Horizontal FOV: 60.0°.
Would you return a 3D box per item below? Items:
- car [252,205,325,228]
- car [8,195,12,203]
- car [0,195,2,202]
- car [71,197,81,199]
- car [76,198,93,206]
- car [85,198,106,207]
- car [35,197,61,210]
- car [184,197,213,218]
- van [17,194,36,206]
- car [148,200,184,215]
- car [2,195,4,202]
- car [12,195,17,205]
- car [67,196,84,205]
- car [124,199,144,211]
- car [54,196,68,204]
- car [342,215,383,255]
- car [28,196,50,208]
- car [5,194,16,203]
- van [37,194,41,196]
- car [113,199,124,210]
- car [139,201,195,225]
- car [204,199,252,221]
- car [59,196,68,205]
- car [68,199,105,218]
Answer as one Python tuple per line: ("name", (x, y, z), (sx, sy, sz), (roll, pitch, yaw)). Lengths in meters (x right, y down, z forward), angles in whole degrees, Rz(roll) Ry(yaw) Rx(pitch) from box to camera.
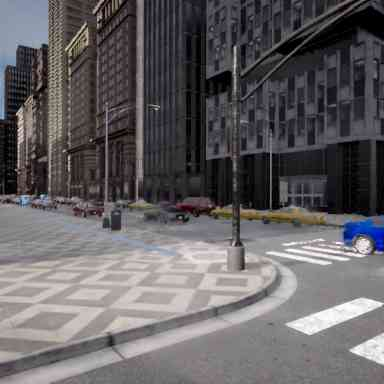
("car", (6.641, 1.578, 22.805), (1.752, 1.417, 4.829), (0, 0, -35))
("car", (-35.804, 1.779, 68.029), (1.802, 1.307, 4.206), (0, 0, -35))
("car", (-45.512, 1.690, 81.748), (1.967, 1.590, 4.097), (0, 0, -35))
("car", (-17.516, 1.653, 52.339), (1.837, 1.490, 4.892), (0, 0, -35))
("car", (-19.147, 1.759, 59.248), (1.802, 1.307, 4.206), (0, 0, -35))
("car", (-15.911, 1.727, 54.675), (1.947, 1.339, 4.313), (0, 0, -35))
("car", (-19.625, 1.696, 45.164), (1.802, 1.307, 4.206), (0, 0, -35))
("car", (0.267, 1.398, 31.812), (2.192, 1.841, 5.009), (0, 0, -35))
("van", (-29.333, 1.505, 58.884), (1.690, 1.788, 3.998), (0, 0, -35))
("car", (-2.968, 1.643, 36.384), (1.887, 1.381, 4.507), (0, 0, -35))
("car", (-42.276, 1.814, 77.175), (1.802, 1.307, 4.206), (0, 0, -35))
("car", (-32.470, 1.705, 63.318), (1.752, 1.417, 4.829), (0, 0, -35))
("car", (-22.383, 1.634, 63.820), (1.967, 1.590, 4.097), (0, 0, -35))
("car", (-6.303, 1.639, 41.096), (1.752, 1.417, 4.829), (0, 0, -35))
("car", (-28.854, 1.668, 72.965), (1.967, 1.590, 4.097), (0, 0, -35))
("car", (7.682, 1.481, 11.182), (1.882, 1.535, 5.008), (0, 0, -35))
("car", (-22.860, 1.712, 49.737), (1.802, 1.307, 4.206), (0, 0, -35))
("car", (-39.041, 1.529, 72.603), (2.192, 1.841, 5.009), (0, 0, -35))
("van", (-38.562, 1.622, 86.684), (1.690, 1.788, 3.998), (0, 0, -35))
("car", (-9.440, 1.680, 45.530), (2.008, 1.369, 4.403), (0, 0, -35))
("car", (-1.953, 1.614, 24.806), (1.994, 1.385, 4.181), (0, 0, -35))
("car", (3.405, 1.593, 27.377), (1.752, 1.417, 4.829), (0, 0, -35))
("car", (-23.534, 1.780, 60.840), (1.895, 1.301, 4.718), (0, 0, -36))
("car", (-9.917, 1.612, 31.446), (1.887, 1.381, 4.507), (0, 0, -35))
